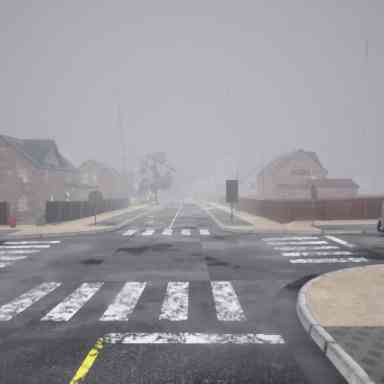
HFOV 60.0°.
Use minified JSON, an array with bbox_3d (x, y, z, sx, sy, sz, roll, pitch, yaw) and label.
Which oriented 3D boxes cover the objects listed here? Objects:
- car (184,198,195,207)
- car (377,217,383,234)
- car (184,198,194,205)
[{"bbox_3d":[-0.452,1.713,56.790,1.812,1.442,4.674,0,0,-1],"label":"car"},{"bbox_3d":[10.706,1.254,14.390,5.008,1.535,1.882,-1,2,0],"label":"car"},{"bbox_3d":[-0.595,1.834,66.818,1.994,1.385,4.181,0,0,-2],"label":"car"}]
